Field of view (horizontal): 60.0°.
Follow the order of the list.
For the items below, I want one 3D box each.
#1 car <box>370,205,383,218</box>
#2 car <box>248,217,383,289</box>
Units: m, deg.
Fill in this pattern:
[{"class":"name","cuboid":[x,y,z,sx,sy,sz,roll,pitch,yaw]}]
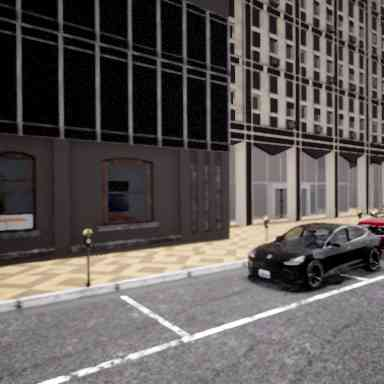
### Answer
[{"class":"car","cuboid":[8.101,1.249,12.346,5.009,1.841,2.192,0,0,-36]},{"class":"car","cuboid":[3.465,1.528,9.037,4.313,1.339,1.947,0,0,-36]}]
